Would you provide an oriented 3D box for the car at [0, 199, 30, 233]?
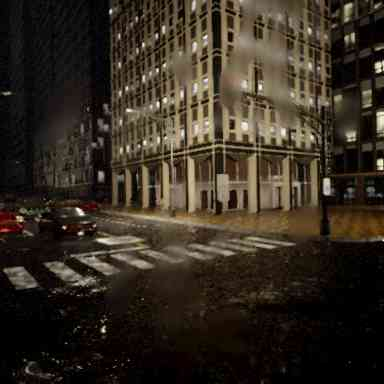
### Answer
[{"bbox_3d":[-10.435,1.367,18.106,1.967,1.590,4.097,1,0,-36],"label":"car"}]

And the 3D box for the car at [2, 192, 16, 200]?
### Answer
[{"bbox_3d":[-42.648,0.956,77.432,2.192,1.841,5.009,1,0,-36],"label":"car"}]

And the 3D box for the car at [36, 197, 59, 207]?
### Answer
[{"bbox_3d":[-19.906,1.319,45.700,1.947,1.339,4.313,1,0,-36],"label":"car"}]

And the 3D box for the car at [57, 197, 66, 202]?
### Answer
[{"bbox_3d":[-16.755,1.295,41.306,1.752,1.417,4.829,1,0,-36],"label":"car"}]

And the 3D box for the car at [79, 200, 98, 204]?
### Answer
[{"bbox_3d":[-10.158,1.385,32.100,1.802,1.307,4.206,1,0,-36],"label":"car"}]

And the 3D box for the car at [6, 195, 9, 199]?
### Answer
[{"bbox_3d":[-17.840,1.356,32.871,1.837,1.490,4.892,-1,1,-36],"label":"car"}]

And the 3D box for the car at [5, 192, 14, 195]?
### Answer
[{"bbox_3d":[-39.400,1.201,72.898,1.887,1.381,4.507,1,0,-36],"label":"car"}]

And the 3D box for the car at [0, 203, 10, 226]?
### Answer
[{"bbox_3d":[-13.685,1.493,22.637,1.802,1.307,4.206,1,0,-36],"label":"car"}]

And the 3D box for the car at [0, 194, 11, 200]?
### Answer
[{"bbox_3d":[-45.899,1.191,81.964,1.947,1.339,4.313,1,0,-36],"label":"car"}]

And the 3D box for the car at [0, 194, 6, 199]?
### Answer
[{"bbox_3d":[-16.930,1.209,27.169,2.192,1.841,5.009,1,0,-36],"label":"car"}]

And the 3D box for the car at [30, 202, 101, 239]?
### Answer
[{"bbox_3d":[-6.536,1.456,17.086,2.033,1.411,5.357,-1,1,-36],"label":"car"}]

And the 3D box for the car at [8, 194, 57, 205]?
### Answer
[{"bbox_3d":[-11.822,1.233,24.460,2.097,1.767,4.553,-1,1,-36],"label":"car"}]
